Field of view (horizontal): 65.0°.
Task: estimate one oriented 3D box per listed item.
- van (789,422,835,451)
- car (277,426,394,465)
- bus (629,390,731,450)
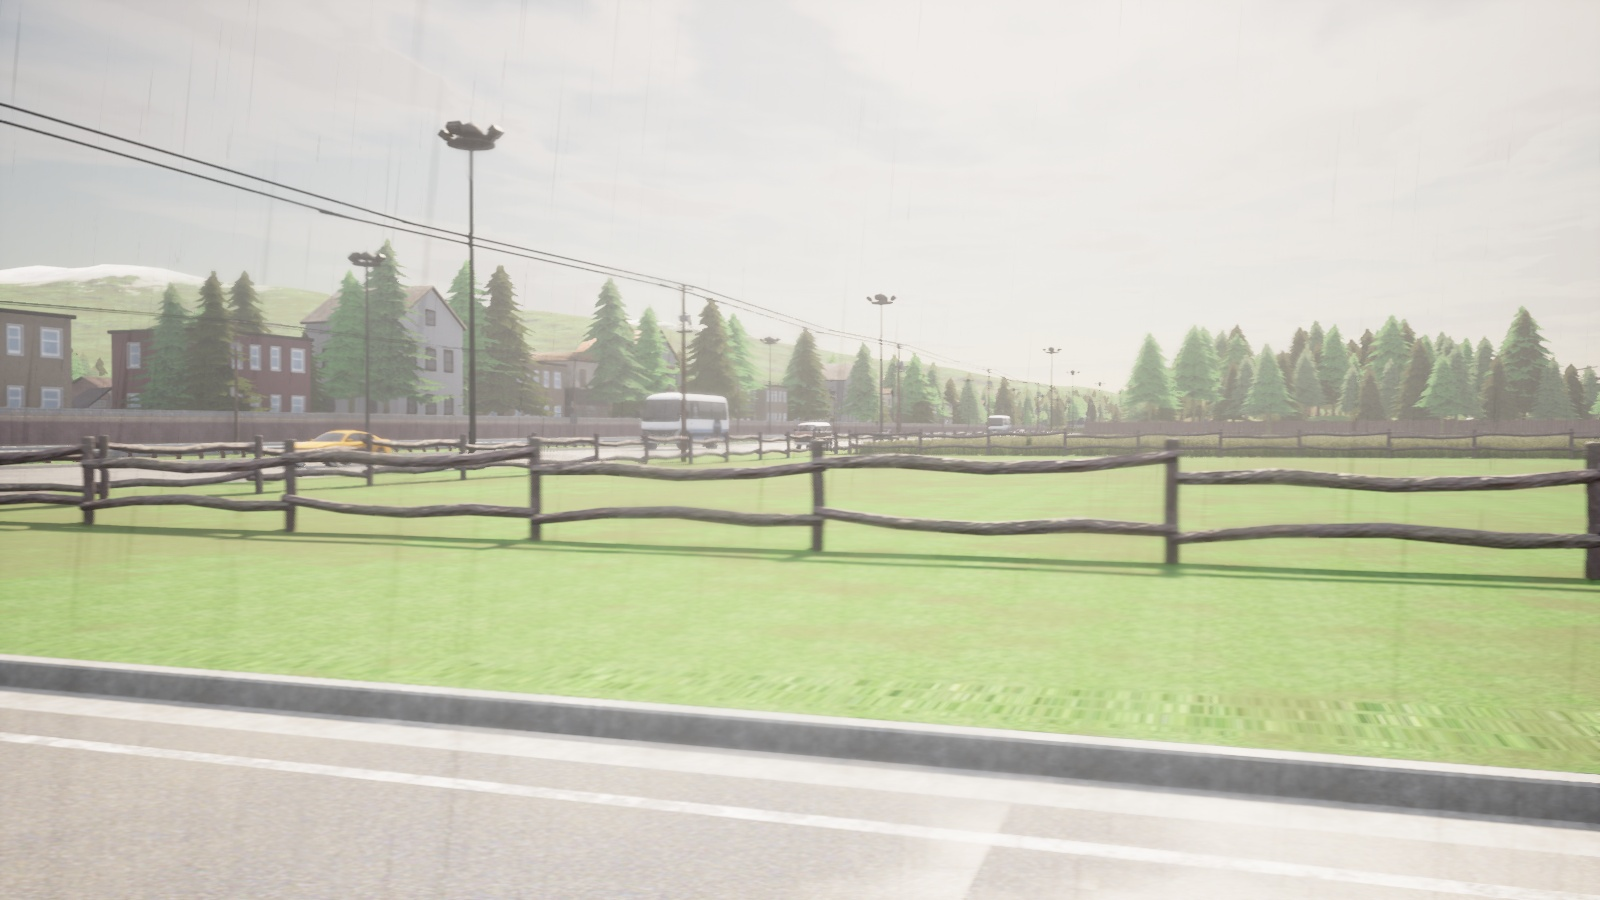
[{"bbox_3d":[0.908,-1.001,92.142,2.069,2.038,4.480,1,1,18],"label":"van"},{"bbox_3d":[-19.403,-0.213,52.695,1.882,1.535,5.008,1,1,18],"label":"car"},{"bbox_3d":[-8.962,-2.226,95.699,3.944,4.253,10.273,1,1,18],"label":"bus"}]
